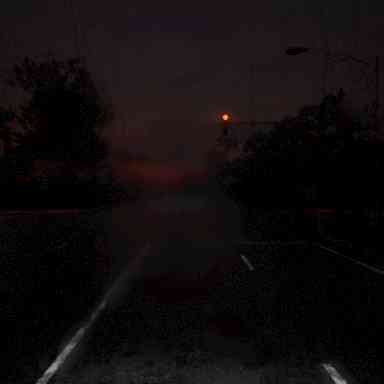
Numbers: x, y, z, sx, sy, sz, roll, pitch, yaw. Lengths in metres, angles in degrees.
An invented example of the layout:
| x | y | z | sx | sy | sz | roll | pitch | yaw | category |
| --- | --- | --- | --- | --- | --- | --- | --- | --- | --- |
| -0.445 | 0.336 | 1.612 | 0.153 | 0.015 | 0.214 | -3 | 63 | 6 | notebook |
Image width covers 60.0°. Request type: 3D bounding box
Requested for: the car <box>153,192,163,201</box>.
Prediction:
| x | y | z | sx | sy | sz | roll | pitch | yaw | category |
| --- | --- | --- | --- | --- | --- | --- | --- | --- | --- |
| -7.460 | 1.176 | 73.902 | 2.033 | 1.411 | 5.357 | 0 | 1 | -2 | car |
